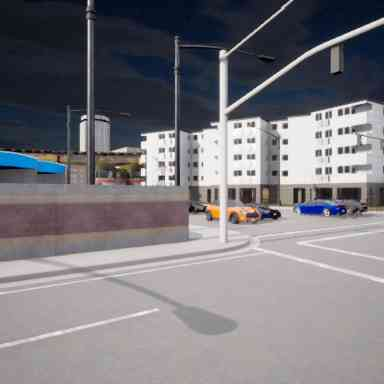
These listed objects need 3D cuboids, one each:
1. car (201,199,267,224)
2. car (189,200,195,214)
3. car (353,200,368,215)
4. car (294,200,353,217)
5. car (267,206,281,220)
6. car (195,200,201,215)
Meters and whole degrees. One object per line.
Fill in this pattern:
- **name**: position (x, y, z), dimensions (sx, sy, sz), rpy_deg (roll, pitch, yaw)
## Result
- **car**: position (3.012, 1.352, 24.899), dimensions (2.097, 1.767, 4.553), rpy_deg (0, 0, -33)
- **car**: position (-2.581, 1.220, 32.612), dimensions (2.150, 2.045, 5.566), rpy_deg (0, 0, -40)
- **car**: position (14.747, 1.491, 32.951), dimensions (2.128, 1.511, 4.902), rpy_deg (0, 0, -34)
- **car**: position (11.824, 1.478, 31.027), dimensions (1.882, 1.535, 5.008), rpy_deg (0, 0, -34)
- **car**: position (5.334, 1.564, 27.659), dimensions (1.994, 1.385, 4.181), rpy_deg (0, 0, -35)
- **car**: position (0.278, 1.564, 34.507), dimensions (1.994, 1.385, 4.181), rpy_deg (0, 0, -40)
